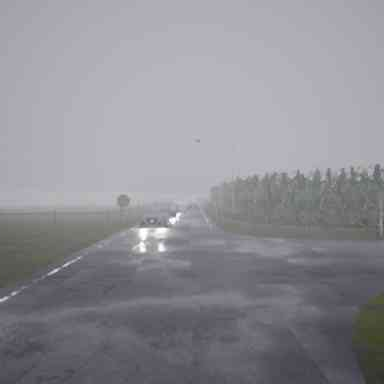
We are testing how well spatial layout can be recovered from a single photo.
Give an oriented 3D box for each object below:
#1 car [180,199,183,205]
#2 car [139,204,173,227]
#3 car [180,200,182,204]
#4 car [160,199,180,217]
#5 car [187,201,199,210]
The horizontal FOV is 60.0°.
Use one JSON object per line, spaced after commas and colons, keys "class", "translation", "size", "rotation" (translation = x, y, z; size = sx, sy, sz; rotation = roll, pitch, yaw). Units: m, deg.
{"class": "car", "translation": [-2.675, 2.017, 63.030], "size": [1.812, 1.442, 4.674], "rotation": [0, -1, 0]}
{"class": "car", "translation": [-2.821, 1.887, 25.480], "size": [1.994, 1.385, 4.181], "rotation": [0, -1, 0]}
{"class": "car", "translation": [-2.785, 2.195, 47.646], "size": [1.895, 1.301, 4.718], "rotation": [0, -1, 0]}
{"class": "car", "translation": [-2.803, 1.818, 37.124], "size": [2.097, 1.767, 4.553], "rotation": [0, -1, 0]}
{"class": "car", "translation": [0.166, 2.216, 55.728], "size": [1.812, 1.442, 4.674], "rotation": [0, -1, 0]}
